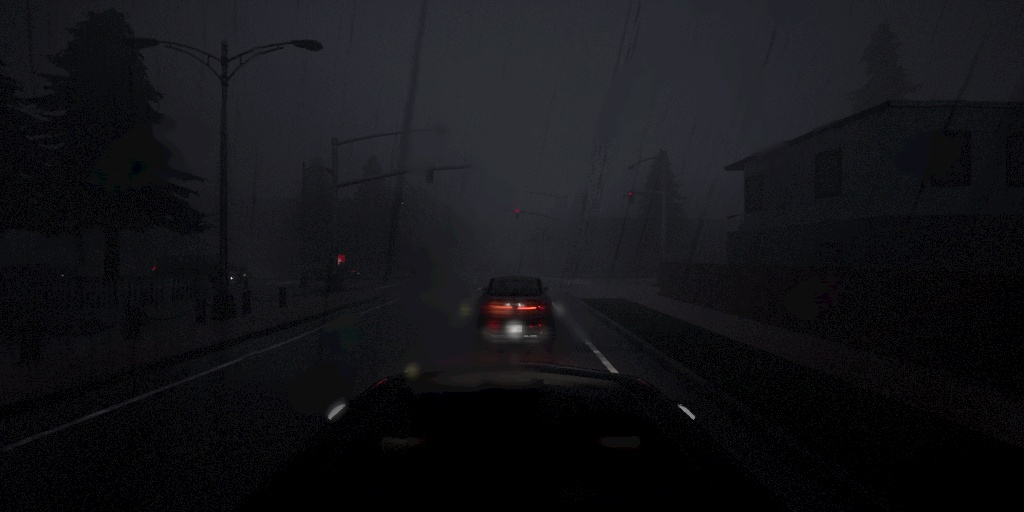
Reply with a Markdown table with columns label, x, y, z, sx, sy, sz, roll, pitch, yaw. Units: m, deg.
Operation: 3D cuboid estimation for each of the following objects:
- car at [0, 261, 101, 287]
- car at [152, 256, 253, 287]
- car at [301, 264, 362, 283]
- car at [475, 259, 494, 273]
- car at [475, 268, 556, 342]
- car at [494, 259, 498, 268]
| label | x | y | z | sx | sy | sz | roll | pitch | yaw |
| --- | --- | --- | --- | --- | --- | --- | --- | --- | --- |
| car | -31.103 | 1.257 | 23.763 | 4.902 | 1.511 | 2.128 | 0 | 0 | -1 |
| car | -20.665 | 0.987 | 24.039 | 5.566 | 2.045 | 2.150 | 0 | 0 | -1 |
| car | -14.004 | 1.329 | 27.949 | 4.181 | 1.385 | 1.994 | 0 | 0 | -2 |
| car | -3.495 | 1.276 | 44.179 | 1.812 | 1.442 | 4.674 | 0 | 0 | -1 |
| car | 0.092 | 1.255 | 9.729 | 1.837 | 1.490 | 4.892 | 0 | 0 | 0 |
| car | -3.460 | 1.276 | 54.315 | 1.812 | 1.442 | 4.674 | 0 | 0 | 0 |
